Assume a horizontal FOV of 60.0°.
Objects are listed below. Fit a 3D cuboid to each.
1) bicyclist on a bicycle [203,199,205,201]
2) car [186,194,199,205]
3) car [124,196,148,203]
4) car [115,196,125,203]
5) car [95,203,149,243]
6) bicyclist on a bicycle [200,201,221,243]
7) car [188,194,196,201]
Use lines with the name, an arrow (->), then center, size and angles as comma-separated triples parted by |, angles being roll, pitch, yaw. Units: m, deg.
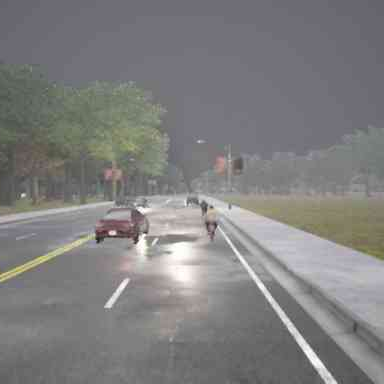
bicyclist on a bicycle -> 0.889, 1.333, 24.423 | 0.582, 1.620, 1.656 | 0, 0, 0
car -> 0.087, 1.258, 52.361 | 1.837, 1.490, 4.892 | 0, 0, 0
car -> -6.593, 1.292, 41.564 | 2.128, 1.511, 4.902 | 0, 0, 0
car -> -9.832, 1.318, 48.435 | 2.033, 1.411, 5.357 | 0, 0, 0
car -> -3.152, 1.448, 15.509 | 1.812, 1.442, 4.674 | 0, 0, 0
bicyclist on a bicycle -> 0.870, 1.363, 14.735 | 0.866, 1.612, 1.509 | 0, 0, 0
car -> -0.012, 1.153, 73.907 | 1.882, 1.535, 5.008 | 0, 0, 0
